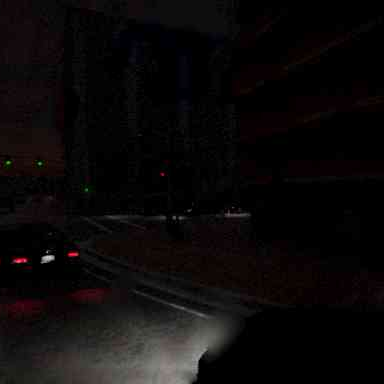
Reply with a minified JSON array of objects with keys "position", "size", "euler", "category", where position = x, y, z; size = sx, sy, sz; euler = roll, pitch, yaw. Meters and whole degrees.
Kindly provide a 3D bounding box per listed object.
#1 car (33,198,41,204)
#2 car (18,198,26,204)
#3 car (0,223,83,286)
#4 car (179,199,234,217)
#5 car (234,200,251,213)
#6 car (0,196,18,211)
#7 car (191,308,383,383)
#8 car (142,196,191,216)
[{"position":[-37.854,2.198,81.274],"size":[2.033,1.411,5.357],"euler":[0,0,-24],"category":"car"},{"position":[-40.243,2.132,78.025],"size":[1.882,1.535,5.008],"euler":[0,0,-24],"category":"car"},{"position":[-4.910,1.629,9.841],"size":[2.033,1.411,5.357],"euler":[0,0,-37],"category":"car"},{"position":[1.466,1.736,33.958],"size":[4.892,1.490,1.837],"euler":[0,0,-23],"category":"car"},{"position":[6.530,1.740,39.973],"size":[4.892,1.490,1.837],"euler":[0,0,-23],"category":"car"},{"position":[-26.236,1.625,46.688],"size":[2.150,2.045,5.566],"euler":[0,0,-24],"category":"car"},{"position":[2.576,1.545,2.260],"size":[5.357,1.411,2.033],"euler":[-1,0,35],"category":"car"},{"position":[-2.560,1.487,36.027],"size":[5.566,2.045,2.150],"euler":[0,0,-23],"category":"car"}]
